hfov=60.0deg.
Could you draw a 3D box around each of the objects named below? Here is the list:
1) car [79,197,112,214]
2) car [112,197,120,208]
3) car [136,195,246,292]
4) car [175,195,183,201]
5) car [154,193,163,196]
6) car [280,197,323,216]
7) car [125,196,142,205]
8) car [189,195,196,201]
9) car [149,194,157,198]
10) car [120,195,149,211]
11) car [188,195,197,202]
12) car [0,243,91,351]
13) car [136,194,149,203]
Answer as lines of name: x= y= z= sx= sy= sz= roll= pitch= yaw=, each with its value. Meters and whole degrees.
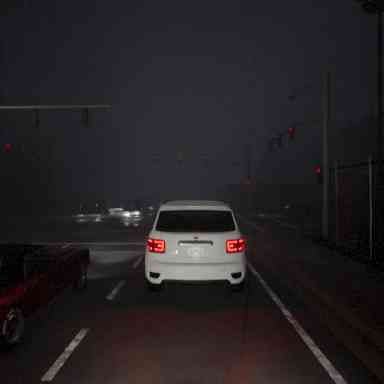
car: x=-10.544 y=1.382 z=35.853 sx=2.097 sy=1.767 sz=4.553 roll=0 pitch=0 yaw=0
car: x=-10.519 y=1.491 z=48.334 sx=2.128 sy=1.511 sz=4.902 roll=0 pitch=0 yaw=0
car: x=0.087 y=1.221 z=9.072 sx=2.150 sy=2.045 sz=5.566 roll=0 pitch=0 yaw=0
car: x=-3.364 y=1.539 z=86.011 sx=2.033 sy=1.411 sz=5.357 roll=0 pitch=0 yaw=0
car: x=-6.906 y=1.223 z=67.247 sx=2.150 sy=2.045 sz=5.566 roll=0 pitch=0 yaw=1
car: x=11.002 y=1.407 z=32.657 sx=4.553 sy=1.767 sz=2.097 roll=0 pitch=0 yaw=0
car: x=-10.473 y=1.492 z=60.128 sx=2.128 sy=1.511 sz=4.902 roll=0 pitch=0 yaw=0
car: x=0.136 y=1.524 z=86.128 sx=1.812 sy=1.442 sz=4.674 roll=0 pitch=0 yaw=0
car: x=-7.008 y=1.525 z=52.374 sx=1.812 sy=1.442 sz=4.674 roll=0 pitch=0 yaw=0
car: x=-7.033 y=1.492 z=40.947 sx=2.128 sy=1.511 sz=4.902 roll=0 pitch=0 yaw=0
car: x=0.125 y=1.523 z=75.725 sx=2.128 sy=1.511 sz=4.902 roll=0 pitch=0 yaw=0
car: x=-3.433 y=1.601 z=6.147 sx=1.895 sy=1.301 sz=4.718 roll=0 pitch=0 yaw=1
car: x=-10.389 y=1.354 z=70.243 sx=2.097 sy=1.767 sz=4.553 roll=0 pitch=0 yaw=0
